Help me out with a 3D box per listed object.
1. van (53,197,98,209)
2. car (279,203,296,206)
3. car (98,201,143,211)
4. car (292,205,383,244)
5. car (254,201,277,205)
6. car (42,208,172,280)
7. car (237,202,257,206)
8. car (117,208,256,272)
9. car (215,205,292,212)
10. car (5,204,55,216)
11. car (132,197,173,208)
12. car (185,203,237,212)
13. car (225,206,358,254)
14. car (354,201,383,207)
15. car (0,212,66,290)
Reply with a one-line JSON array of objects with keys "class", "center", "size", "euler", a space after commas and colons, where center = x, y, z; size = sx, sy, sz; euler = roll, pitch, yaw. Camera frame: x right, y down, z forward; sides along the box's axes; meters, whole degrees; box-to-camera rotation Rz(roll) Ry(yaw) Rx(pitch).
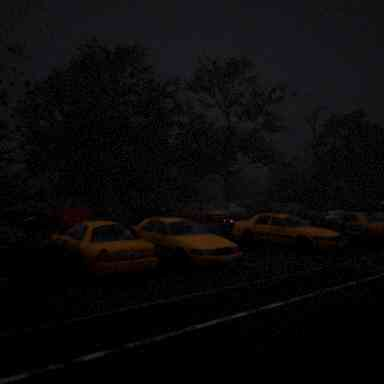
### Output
[{"class": "van", "center": [-8.222, 1.326, 22.415], "size": [1.878, 1.987, 4.442], "euler": [1, -1, -35]}, {"class": "car", "center": [7.670, 1.729, 33.516], "size": [2.185, 1.767, 4.553], "euler": [1, -1, -35]}, {"class": "car", "center": [-5.777, 1.624, 23.962], "size": [2.163, 1.488, 4.792], "euler": [1, -1, -35]}, {"class": "car", "center": [8.412, 1.725, 18.224], "size": [1.946, 1.575, 5.366], "euler": [1, -1, -35]}, {"class": "car", "center": [5.541, 1.842, 31.941], "size": [2.163, 1.488, 4.792], "euler": [1, -1, -35]}, {"class": "car", "center": [-2.929, 1.515, 10.227], "size": [1.946, 1.575, 5.366], "euler": [1, -1, -35]}, {"class": "car", "center": [3.262, 1.809, 30.366], "size": [2.002, 1.452, 4.674], "euler": [1, -1, -35]}, {"class": "car", "center": [-0.547, 1.551, 11.453], "size": [1.946, 1.575, 5.366], "euler": [1, -1, -35]}, {"class": "car", "center": [4.313, 1.763, 20.539], "size": [5.357, 1.411, 2.033], "euler": [1, -1, -35]}, {"class": "car", "center": [-10.439, 1.543, 20.744], "size": [2.163, 1.488, 4.792], "euler": [1, -1, -35]}, {"class": "car", "center": [-3.543, 1.387, 25.607], "size": [2.435, 2.045, 5.566], "euler": [1, -1, -35]}, {"class": "car", "center": [1.104, 1.722, 28.621], "size": [1.946, 1.575, 5.366], "euler": [1, -1, -35]}, {"class": "car", "center": [4.089, 1.638, 14.722], "size": [1.946, 1.575, 5.366], "euler": [1, -1, -35]}, {"class": "car", "center": [10.775, 1.521, 19.697], "size": [2.435, 2.045, 5.566], "euler": [1, -1, -35]}, {"class": "car", "center": [-5.080, 1.487, 8.476], "size": [2.231, 1.521, 4.892], "euler": [1, -1, -35]}]
